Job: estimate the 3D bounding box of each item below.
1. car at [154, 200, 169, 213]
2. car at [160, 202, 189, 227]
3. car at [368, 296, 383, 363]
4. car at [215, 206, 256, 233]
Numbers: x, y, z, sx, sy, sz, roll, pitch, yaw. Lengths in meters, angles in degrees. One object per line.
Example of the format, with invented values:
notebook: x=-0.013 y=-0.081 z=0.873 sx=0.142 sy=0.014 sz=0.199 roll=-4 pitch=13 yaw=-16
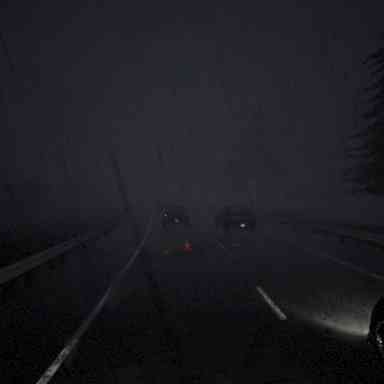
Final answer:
car: x=-3.592 y=1.824 z=41.359 sx=1.837 sy=1.490 sz=4.892 roll=0 pitch=-1 yaw=-10
car: x=-1.244 y=1.712 z=24.189 sx=1.812 sy=1.442 sz=4.674 roll=0 pitch=0 yaw=-6
car: x=3.510 y=1.583 z=3.035 sx=1.994 sy=1.385 sz=4.181 roll=0 pitch=0 yaw=-1
car: x=2.593 y=1.646 z=20.757 sx=2.128 sy=1.511 sz=4.902 roll=0 pitch=0 yaw=-5
